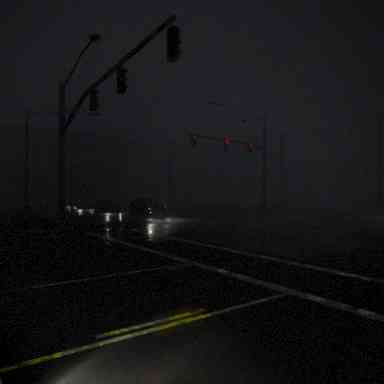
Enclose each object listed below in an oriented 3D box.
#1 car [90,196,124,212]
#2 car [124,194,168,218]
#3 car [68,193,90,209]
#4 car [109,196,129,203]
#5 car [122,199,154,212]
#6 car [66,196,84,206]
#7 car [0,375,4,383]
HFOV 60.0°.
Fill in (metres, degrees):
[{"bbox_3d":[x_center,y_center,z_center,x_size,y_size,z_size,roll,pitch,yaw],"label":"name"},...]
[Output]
[{"bbox_3d":[-9.832,1.526,38.456,1.812,1.442,4.674,0,0,-36],"label":"car"},{"bbox_3d":[-4.054,1.352,30.447,2.097,1.767,4.553,0,0,-36],"label":"car"},{"bbox_3d":[-15.569,1.221,46.641,2.150,2.045,5.566,0,0,-33],"label":"car"},{"bbox_3d":[-15.206,1.524,69.150,1.812,1.442,4.674,0,0,20],"label":"car"},{"bbox_3d":[-6.643,1.601,40.322,1.895,1.301,4.718,0,0,-36],"label":"car"},{"bbox_3d":[-19.602,1.492,56.030,2.128,1.511,4.902,0,0,-10],"label":"car"},{"bbox_3d":[-3.664,1.547,1.195,5.357,1.411,2.033,0,0,-35],"label":"car"}]
